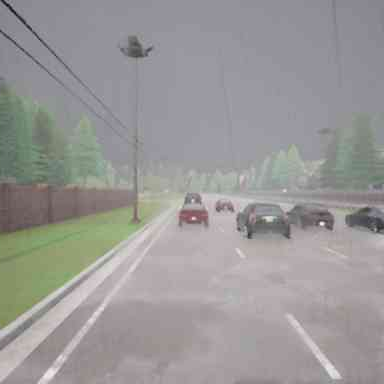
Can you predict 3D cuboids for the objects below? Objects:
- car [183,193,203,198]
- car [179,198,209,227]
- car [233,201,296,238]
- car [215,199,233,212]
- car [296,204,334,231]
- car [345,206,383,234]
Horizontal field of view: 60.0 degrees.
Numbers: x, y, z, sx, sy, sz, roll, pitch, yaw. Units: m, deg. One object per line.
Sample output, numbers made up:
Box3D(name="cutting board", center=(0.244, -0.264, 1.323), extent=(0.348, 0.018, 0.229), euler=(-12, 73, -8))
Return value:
Box3D(name="car", center=(0.120, 1.173, 41.306), extent=(2.150, 2.045, 5.566), euler=(0, 0, 0))
Box3D(name="car", center=(0.111, 1.451, 22.650), extent=(1.882, 1.535, 5.008), euler=(0, 0, 0))
Box3D(name="car", center=(3.609, 1.331, 17.528), extent=(2.097, 1.767, 4.553), euler=(0, 0, 0))
Box3D(name="car", center=(3.605, 1.481, 37.629), extent=(1.812, 1.442, 4.674), euler=(0, 0, 0))
Box3D(name="car", center=(7.112, 1.480, 20.596), extent=(1.837, 1.490, 4.892), euler=(0, 0, 0))
Box3D(name="car", center=(10.596, 1.503, 19.070), extent=(1.812, 1.442, 4.674), euler=(0, 0, 0))
